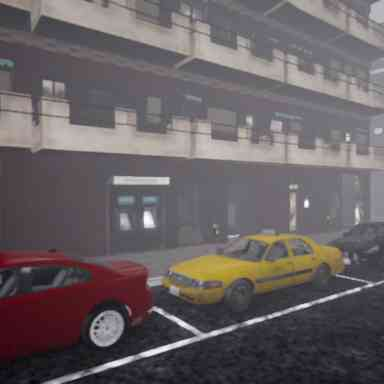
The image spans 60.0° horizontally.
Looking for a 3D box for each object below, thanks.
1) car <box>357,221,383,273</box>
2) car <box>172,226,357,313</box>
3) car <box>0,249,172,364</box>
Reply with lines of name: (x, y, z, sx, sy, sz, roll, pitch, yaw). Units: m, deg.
car: (6.265, 1.672, 11.047, 4.313, 1.339, 1.947, 1, -1, -35)
car: (1.630, 1.579, 7.741, 4.829, 1.417, 1.752, 1, -1, -35)
car: (-2.728, 1.548, 4.630, 4.507, 1.381, 1.887, 1, -1, -35)
